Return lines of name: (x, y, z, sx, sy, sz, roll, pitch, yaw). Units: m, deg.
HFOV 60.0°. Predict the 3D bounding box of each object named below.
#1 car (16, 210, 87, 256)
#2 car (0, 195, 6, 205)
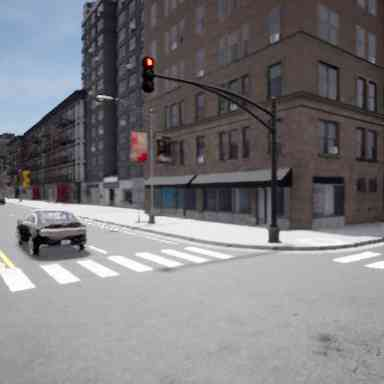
car: (-5.682, 1.484, 13.235, 2.128, 1.511, 4.902, 0, 0, -36)
car: (-32.178, 1.240, 55.050, 2.097, 1.767, 4.553, 0, 0, -36)
